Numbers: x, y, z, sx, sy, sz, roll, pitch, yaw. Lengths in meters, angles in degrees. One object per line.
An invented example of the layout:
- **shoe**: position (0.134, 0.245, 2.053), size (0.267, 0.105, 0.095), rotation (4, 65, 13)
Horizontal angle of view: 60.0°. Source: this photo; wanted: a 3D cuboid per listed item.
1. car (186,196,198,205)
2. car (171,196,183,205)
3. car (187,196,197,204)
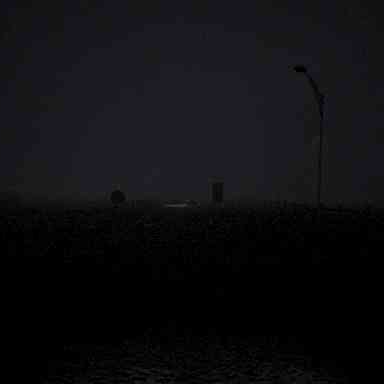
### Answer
- **car**: position (0.023, 1.546, 57.159), size (1.812, 1.442, 4.674), rotation (0, 0, 0)
- **car**: position (-2.727, 1.501, 61.334), size (1.882, 1.535, 5.008), rotation (0, 0, 0)
- **car**: position (0.027, 1.531, 67.165), size (1.837, 1.490, 4.892), rotation (0, 0, 0)
